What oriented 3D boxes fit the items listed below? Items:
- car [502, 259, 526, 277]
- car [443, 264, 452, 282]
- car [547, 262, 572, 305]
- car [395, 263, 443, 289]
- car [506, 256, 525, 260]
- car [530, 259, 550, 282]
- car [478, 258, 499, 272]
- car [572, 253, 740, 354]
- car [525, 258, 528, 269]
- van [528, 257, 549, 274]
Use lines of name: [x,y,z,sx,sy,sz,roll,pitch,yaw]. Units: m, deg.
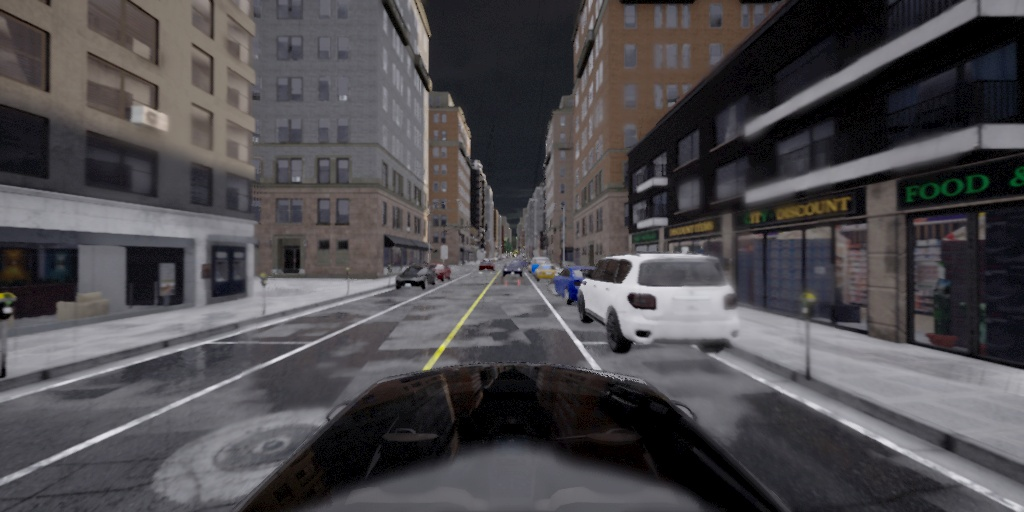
car: [0.061,1.269,34.580,1.895,1.301,4.718,0,0,0]
car: [-5.866,1.229,28.097,1.888,1.381,4.507,0,0,0]
car: [3.039,1.193,16.047,1.882,1.535,5.008,0,0,-4]
car: [-5.864,1.265,22.425,1.948,1.339,4.313,0,0,0]
car: [1.093,1.151,50.757,1.812,1.442,4.674,0,0,18]
car: [2.661,1.210,28.267,1.751,1.417,4.829,0,0,0]
car: [-3.040,1.244,44.197,1.895,1.301,4.718,0,0,1]
car: [3.104,0.961,8.868,2.150,2.045,5.566,0,0,0]
car: [2.657,1.180,39.614,1.751,1.417,4.829,0,0,0]
van: [2.659,1.010,33.770,1.690,1.789,3.998,0,0,0]
